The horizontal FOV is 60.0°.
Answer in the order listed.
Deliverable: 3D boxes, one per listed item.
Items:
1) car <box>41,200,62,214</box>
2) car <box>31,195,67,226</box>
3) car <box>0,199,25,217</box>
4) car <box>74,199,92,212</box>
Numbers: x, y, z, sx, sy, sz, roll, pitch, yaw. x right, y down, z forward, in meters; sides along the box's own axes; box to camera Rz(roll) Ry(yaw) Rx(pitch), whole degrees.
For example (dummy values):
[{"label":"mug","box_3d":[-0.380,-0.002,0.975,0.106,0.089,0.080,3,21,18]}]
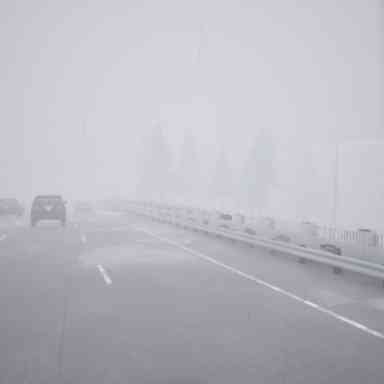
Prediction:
[{"label":"car","box_3d":[-15.985,1.647,37.941,2.033,1.411,5.357,0,-1,-22]},{"label":"car","box_3d":[-10.204,1.212,23.790,2.150,2.045,5.566,0,0,-22]},{"label":"car","box_3d":[-17.022,1.392,31.226,2.097,1.767,4.553,0,0,-22]},{"label":"car","box_3d":[-13.589,1.612,41.330,1.882,1.535,5.008,0,-1,-22]}]
